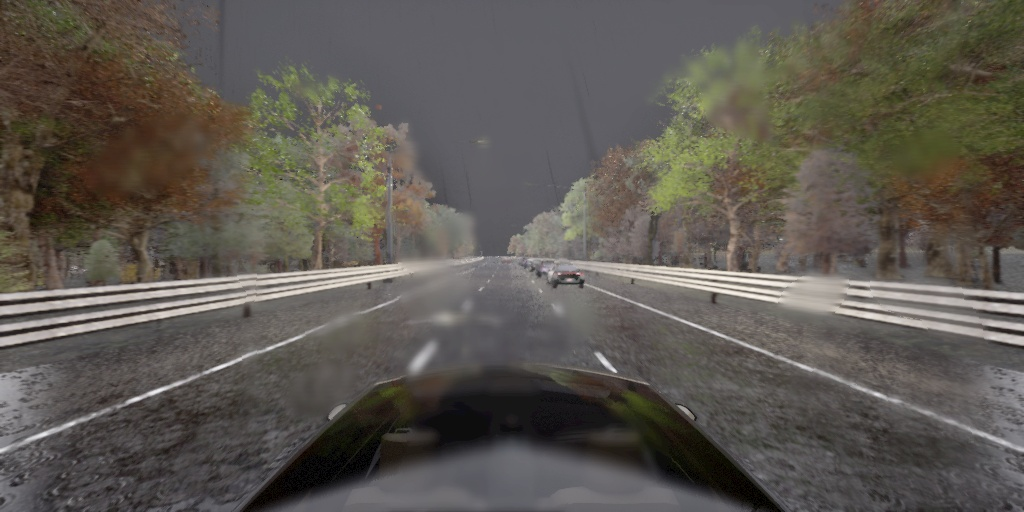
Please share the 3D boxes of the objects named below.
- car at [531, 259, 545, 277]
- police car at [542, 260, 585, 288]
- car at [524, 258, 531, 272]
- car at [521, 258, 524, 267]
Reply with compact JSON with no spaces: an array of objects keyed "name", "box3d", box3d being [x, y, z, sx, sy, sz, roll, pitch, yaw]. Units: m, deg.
[{"name":"car","box3d":[3.317,1.177,34.804,2.033,1.649,4.856,0,0,-1]},{"name":"police car","box3d":[3.427,1.253,23.767,2.038,1.542,4.974,0,0,0]},{"name":"car","box3d":[3.052,1.249,46.110,1.837,1.490,4.892,0,0,-5]},{"name":"car","box3d":[2.957,1.243,56.906,2.163,1.488,4.792,0,0,-1]}]
